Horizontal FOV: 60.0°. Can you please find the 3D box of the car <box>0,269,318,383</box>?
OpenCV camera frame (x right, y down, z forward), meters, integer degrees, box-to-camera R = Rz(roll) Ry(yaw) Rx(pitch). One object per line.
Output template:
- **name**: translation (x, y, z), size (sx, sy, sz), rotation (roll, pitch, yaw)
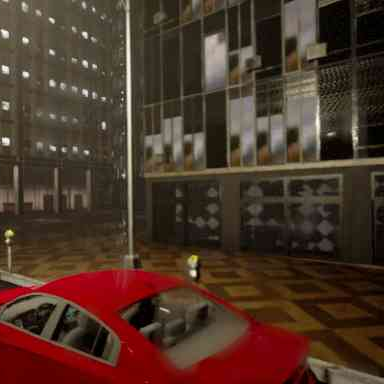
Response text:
- **car**: translation (-1.037, 1.541, 3.591), size (4.507, 1.381, 1.887), rotation (0, -1, 36)
